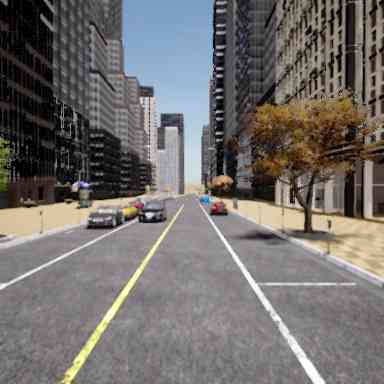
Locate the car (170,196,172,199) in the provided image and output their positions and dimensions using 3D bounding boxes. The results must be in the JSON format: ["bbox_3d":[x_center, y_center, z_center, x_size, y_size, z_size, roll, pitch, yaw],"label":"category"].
[{"bbox_3d":[-5.712,1.638,67.304,2.008,1.369,4.403,-1,0,0],"label":"car"}]

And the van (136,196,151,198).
[{"bbox_3d":[-5.711,1.380,39.178,1.690,1.788,3.998,-1,0,0],"label":"van"}]

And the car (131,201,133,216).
[{"bbox_3d":[-5.706,1.548,27.759,1.752,1.417,4.829,-1,0,0],"label":"car"}]

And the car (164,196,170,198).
[{"bbox_3d":[-5.711,1.627,61.679,2.008,1.369,4.403,-1,0,0],"label":"car"}]

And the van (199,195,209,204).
[{"bbox_3d":[2.664,1.429,67.306,1.690,1.788,3.998,-1,0,0],"label":"van"}]

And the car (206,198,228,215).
[{"bbox_3d":[2.674,1.613,33.555,1.802,1.307,4.206,-1,0,0],"label":"car"}]

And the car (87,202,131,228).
[{"bbox_3d":[-5.705,1.568,22.303,2.008,1.369,4.403,-1,0,0],"label":"car"}]

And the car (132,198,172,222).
[{"bbox_3d":[-3.022,1.514,26.226,2.128,1.511,4.902,0,0,0],"label":"car"}]

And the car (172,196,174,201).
[{"bbox_3d":[-5.715,1.689,89.803,2.008,1.369,4.403,-1,0,0],"label":"car"}]

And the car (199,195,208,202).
[{"bbox_3d":[2.664,1.552,78.555,1.967,1.590,4.097,-1,0,0],"label":"car"}]
